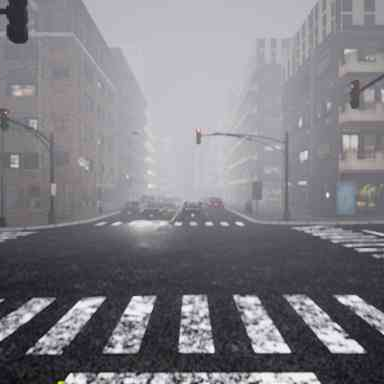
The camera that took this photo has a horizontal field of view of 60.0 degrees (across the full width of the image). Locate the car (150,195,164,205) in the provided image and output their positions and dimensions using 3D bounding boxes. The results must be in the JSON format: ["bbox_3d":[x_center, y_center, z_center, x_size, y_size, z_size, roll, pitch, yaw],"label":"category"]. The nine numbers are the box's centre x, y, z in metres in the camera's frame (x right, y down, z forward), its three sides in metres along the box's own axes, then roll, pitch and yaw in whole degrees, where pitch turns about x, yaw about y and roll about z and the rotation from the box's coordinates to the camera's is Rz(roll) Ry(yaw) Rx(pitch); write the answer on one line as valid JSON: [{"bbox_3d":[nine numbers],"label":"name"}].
[{"bbox_3d":[-5.746,1.356,55.225,1.967,1.590,4.097,0,0,0],"label":"car"}]

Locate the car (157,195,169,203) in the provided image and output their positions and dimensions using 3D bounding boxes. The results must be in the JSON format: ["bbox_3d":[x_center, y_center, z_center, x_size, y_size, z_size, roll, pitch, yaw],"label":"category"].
[{"bbox_3d":[-5.757,1.344,66.591,1.967,1.590,4.097,0,0,0],"label":"car"}]

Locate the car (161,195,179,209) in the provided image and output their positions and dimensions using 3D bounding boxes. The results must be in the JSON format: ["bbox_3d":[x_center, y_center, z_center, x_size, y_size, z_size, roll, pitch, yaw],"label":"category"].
[{"bbox_3d":[-3.142,1.477,44.516,2.033,1.411,5.357,0,0,0],"label":"car"}]

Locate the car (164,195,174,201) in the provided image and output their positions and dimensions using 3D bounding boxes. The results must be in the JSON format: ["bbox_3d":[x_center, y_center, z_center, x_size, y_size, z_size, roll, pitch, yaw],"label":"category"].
[{"bbox_3d":[-5.775,1.437,83.637,2.008,1.369,4.403,0,0,0],"label":"car"}]

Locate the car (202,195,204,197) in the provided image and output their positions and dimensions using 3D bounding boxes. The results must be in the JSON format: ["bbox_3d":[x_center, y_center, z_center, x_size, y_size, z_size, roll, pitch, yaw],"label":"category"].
[{"bbox_3d":[2.646,1.371,43.871,1.967,1.590,4.097,0,0,0],"label":"car"}]

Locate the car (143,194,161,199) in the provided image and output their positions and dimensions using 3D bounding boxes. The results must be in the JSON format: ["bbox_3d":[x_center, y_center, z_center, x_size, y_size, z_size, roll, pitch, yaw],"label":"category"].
[{"bbox_3d":[-5.734,1.246,43.860,2.192,1.841,5.009,0,0,0],"label":"car"}]

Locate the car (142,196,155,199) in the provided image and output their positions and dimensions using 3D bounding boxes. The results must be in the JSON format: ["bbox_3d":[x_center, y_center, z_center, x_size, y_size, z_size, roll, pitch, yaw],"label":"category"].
[{"bbox_3d":[-5.728,1.464,38.008,1.752,1.417,4.829,0,0,0],"label":"car"}]

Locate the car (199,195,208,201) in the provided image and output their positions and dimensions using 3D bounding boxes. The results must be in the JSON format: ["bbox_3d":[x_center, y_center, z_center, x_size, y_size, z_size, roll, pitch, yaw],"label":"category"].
[{"bbox_3d":[2.611,1.443,77.965,2.008,1.369,4.403,0,0,0],"label":"car"}]

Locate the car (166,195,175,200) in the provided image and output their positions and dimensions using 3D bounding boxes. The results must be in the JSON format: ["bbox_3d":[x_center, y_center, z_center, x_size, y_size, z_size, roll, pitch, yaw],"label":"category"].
[{"bbox_3d":[-5.781,1.432,89.319,2.008,1.369,4.403,0,0,0],"label":"car"}]

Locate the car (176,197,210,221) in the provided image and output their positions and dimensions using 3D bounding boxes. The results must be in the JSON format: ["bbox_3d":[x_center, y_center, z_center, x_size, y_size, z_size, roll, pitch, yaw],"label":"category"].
[{"bbox_3d":[0.071,1.448,26.324,2.128,1.511,4.902,0,0,0],"label":"car"}]

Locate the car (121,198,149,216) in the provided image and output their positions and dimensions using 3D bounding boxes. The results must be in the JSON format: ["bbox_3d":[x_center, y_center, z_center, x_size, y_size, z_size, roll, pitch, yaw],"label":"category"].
[{"bbox_3d":[-5.722,1.513,32.495,1.947,1.339,4.313,0,0,0],"label":"car"}]

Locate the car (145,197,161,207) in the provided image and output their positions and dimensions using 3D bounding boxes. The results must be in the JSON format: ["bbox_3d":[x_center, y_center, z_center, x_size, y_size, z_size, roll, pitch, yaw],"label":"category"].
[{"bbox_3d":[-5.740,1.449,49.373,1.752,1.417,4.829,0,0,0],"label":"car"}]

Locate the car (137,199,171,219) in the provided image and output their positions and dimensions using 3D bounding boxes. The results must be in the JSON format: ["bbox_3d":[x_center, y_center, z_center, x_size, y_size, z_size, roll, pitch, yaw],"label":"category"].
[{"bbox_3d":[-3.176,1.554,28.553,1.895,1.301,4.718,0,0,1],"label":"car"}]

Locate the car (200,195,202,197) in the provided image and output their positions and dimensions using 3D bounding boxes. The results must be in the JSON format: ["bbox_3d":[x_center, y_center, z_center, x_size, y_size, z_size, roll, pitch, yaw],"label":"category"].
[{"bbox_3d":[2.635,1.498,55.236,1.802,1.307,4.206,0,0,0],"label":"car"}]

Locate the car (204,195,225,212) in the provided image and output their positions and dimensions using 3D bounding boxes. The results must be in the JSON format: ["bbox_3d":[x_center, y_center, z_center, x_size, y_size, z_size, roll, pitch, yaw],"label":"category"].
[{"bbox_3d":[2.652,1.379,38.188,1.967,1.590,4.097,0,0,0],"label":"car"}]

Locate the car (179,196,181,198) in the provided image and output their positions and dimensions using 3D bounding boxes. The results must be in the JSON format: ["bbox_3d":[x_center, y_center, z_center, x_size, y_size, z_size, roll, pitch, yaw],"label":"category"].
[{"bbox_3d":[-3.066,1.400,65.048,2.128,1.511,4.902,0,0,0],"label":"car"}]
